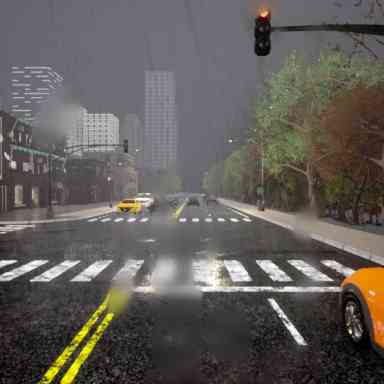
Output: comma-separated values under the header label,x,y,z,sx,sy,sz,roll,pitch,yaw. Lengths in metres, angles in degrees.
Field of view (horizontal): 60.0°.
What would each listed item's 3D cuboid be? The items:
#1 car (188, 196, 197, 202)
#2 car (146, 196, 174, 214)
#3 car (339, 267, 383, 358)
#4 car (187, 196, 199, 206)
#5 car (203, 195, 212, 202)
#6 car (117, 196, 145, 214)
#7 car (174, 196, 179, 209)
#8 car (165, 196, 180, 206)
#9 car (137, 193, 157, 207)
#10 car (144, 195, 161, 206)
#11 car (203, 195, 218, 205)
label,x,y,z,sx,sy,sz,roll,pitch,yaw
car,0.181,1.565,74.953,1.895,1.301,4.718,0,0,0
car,-3.263,1.467,34.925,1.882,1.535,5.008,0,0,0
car,3.360,1.351,3.419,2.097,1.767,4.553,0,0,0
car,0.231,1.527,55.511,2.033,1.411,5.357,0,0,0
car,3.431,1.447,74.900,1.882,1.535,5.008,0,0,0
car,-6.510,1.467,34.913,1.882,1.535,5.008,0,0,0
car,-3.233,1.548,44.935,1.994,1.385,4.181,0,0,0
car,-3.203,1.472,54.964,2.128,1.511,4.902,0,0,0
car,-6.483,1.206,44.851,2.150,2.045,5.566,0,0,0
car,-6.454,1.332,54.812,2.097,1.767,4.553,0,0,0
car,3.486,1.470,58.480,2.128,1.511,4.902,0,0,0
